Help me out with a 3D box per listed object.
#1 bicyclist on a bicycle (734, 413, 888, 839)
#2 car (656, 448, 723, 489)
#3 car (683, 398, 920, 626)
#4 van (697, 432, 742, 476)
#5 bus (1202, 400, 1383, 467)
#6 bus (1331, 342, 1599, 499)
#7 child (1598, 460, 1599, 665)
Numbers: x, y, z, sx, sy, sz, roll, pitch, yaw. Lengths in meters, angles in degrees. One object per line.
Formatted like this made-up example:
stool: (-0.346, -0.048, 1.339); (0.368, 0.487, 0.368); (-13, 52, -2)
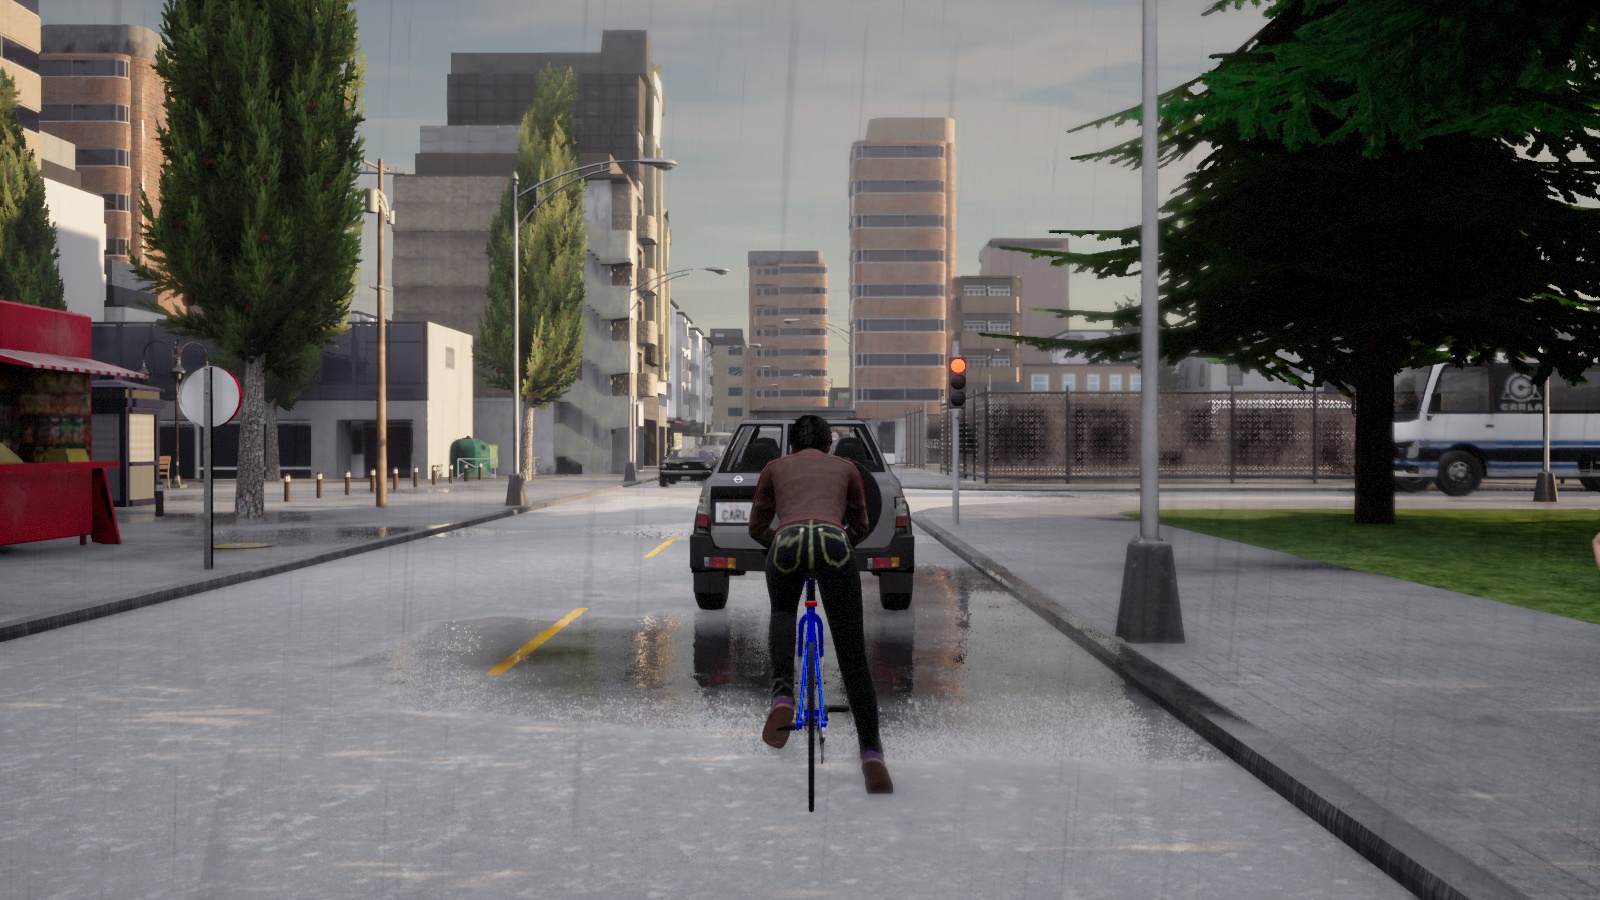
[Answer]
bicyclist on a bicycle: (0.048, 0.668, 5.601); (0.582, 1.620, 1.656); (0, 0, 0)
car: (-3.775, 0.598, 43.532); (1.895, 1.301, 4.718); (0, 0, 0)
car: (0.062, 0.493, 12.525); (1.932, 1.855, 4.605); (0, 0, 1)
van: (-3.713, 0.167, 58.396); (1.775, 1.987, 4.442); (0, 0, 0)
bus: (31.817, -1.065, 81.548); (10.273, 4.253, 3.944); (0, 0, 4)
bus: (21.274, -0.817, 36.157); (10.273, 4.253, 3.944); (0, 0, 0)
child: (5.081, 0.698, 7.556); (0.270, 1.263, 0.437); (0, 0, -1)
